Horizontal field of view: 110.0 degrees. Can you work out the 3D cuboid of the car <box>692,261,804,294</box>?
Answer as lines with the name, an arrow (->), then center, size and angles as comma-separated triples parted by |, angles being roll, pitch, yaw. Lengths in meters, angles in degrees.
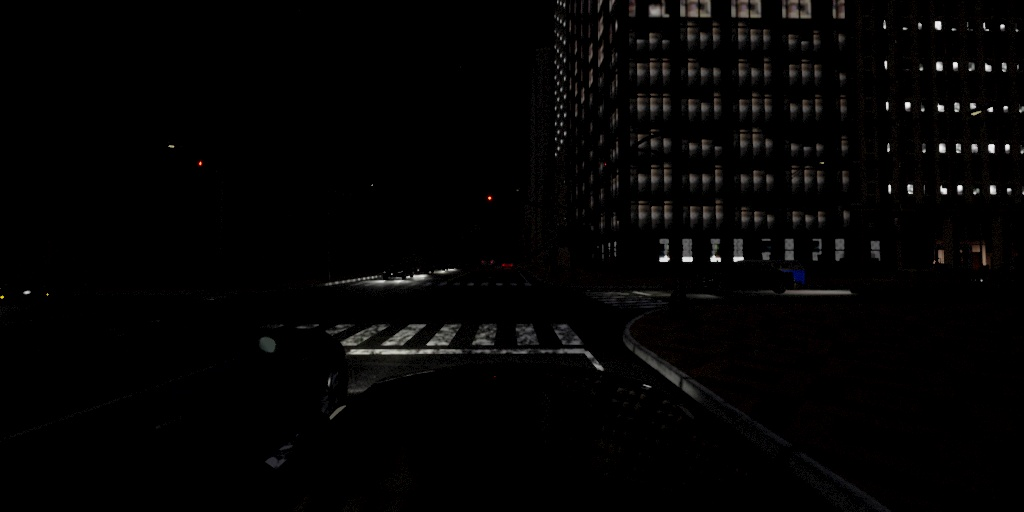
car -> 12.380, 1.198, 19.374 | 5.008, 1.535, 1.882 | 0, -2, 0

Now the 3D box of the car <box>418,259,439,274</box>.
car -> -10.456, 1.331, 42.341 | 2.128, 1.511, 4.902 | 0, 0, -1

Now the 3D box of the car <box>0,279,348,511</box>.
car -> -3.155, 1.103, 2.830 | 2.097, 1.767, 4.553 | 0, 0, -1

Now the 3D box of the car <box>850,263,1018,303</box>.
car -> 16.149, 1.072, 14.035 | 4.829, 1.417, 1.751 | 0, 0, -2

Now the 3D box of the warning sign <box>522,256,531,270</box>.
warning sign -> 2.114, 0.990, 50.784 | 1.300, 1.860, 1.060 | 0, 0, -1

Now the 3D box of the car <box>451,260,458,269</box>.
car -> -10.721, 1.435, 62.874 | 2.128, 1.511, 4.902 | 0, 0, 0

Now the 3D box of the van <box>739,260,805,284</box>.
van -> 15.646, 1.118, 22.046 | 3.998, 1.789, 1.690 | 0, 0, -2

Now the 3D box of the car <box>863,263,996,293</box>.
car -> 22.692, 1.159, 19.652 | 4.902, 1.511, 2.128 | 0, -2, -2

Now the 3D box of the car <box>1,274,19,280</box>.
car -> -22.707, 1.391, 15.263 | 4.181, 1.385, 1.994 | 0, -2, -2

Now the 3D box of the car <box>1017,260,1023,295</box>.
car -> 21.561, 0.959, 14.183 | 4.097, 1.591, 1.967 | 0, 0, -2

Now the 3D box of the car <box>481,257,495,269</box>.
car -> -4.161, 1.160, 62.227 | 2.150, 2.045, 5.566 | 0, 0, -1

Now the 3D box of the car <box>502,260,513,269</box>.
car -> -0.789, 1.529, 60.821 | 1.895, 1.301, 4.718 | 0, 0, -1

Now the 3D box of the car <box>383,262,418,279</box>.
car -> -10.326, 1.312, 32.880 | 1.837, 1.490, 4.892 | 0, 0, -2

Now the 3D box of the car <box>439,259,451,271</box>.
car -> -10.600, 1.235, 52.216 | 2.097, 1.767, 4.553 | 0, 0, -1
